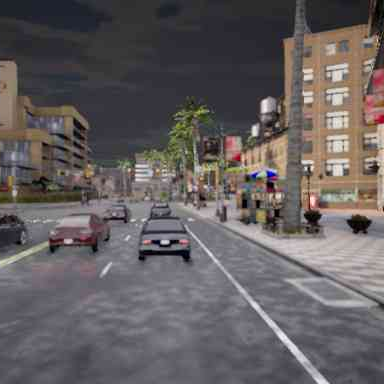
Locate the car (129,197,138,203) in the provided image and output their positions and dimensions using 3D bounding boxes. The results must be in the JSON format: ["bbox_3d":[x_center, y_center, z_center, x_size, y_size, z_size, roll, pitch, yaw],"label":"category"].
[{"bbox_3d":[-16.482,2.080,93.988,2.097,1.767,4.553,0,0,-6],"label":"car"}]

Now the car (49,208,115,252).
[{"bbox_3d":[-4.734,1.643,14.455,1.812,1.442,4.674,0,0,-5],"label":"car"}]

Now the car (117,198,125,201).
[{"bbox_3d":[-19.914,2.322,93.145,1.895,1.301,4.718,0,0,-6],"label":"car"}]

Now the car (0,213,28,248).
[{"bbox_3d":[-8.271,1.625,13.378,1.837,1.490,4.892,0,-1,-6],"label":"car"}]

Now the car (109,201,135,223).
[{"bbox_3d":[-6.089,1.764,27.552,2.033,1.411,5.357,0,0,-5],"label":"car"}]

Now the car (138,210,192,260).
[{"bbox_3d":[-1.081,1.646,12.983,2.033,1.411,5.357,0,0,-5],"label":"car"}]

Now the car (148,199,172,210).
[{"bbox_3d":[-2.966,1.730,31.624,2.128,1.511,4.902,0,0,-6],"label":"car"}]
